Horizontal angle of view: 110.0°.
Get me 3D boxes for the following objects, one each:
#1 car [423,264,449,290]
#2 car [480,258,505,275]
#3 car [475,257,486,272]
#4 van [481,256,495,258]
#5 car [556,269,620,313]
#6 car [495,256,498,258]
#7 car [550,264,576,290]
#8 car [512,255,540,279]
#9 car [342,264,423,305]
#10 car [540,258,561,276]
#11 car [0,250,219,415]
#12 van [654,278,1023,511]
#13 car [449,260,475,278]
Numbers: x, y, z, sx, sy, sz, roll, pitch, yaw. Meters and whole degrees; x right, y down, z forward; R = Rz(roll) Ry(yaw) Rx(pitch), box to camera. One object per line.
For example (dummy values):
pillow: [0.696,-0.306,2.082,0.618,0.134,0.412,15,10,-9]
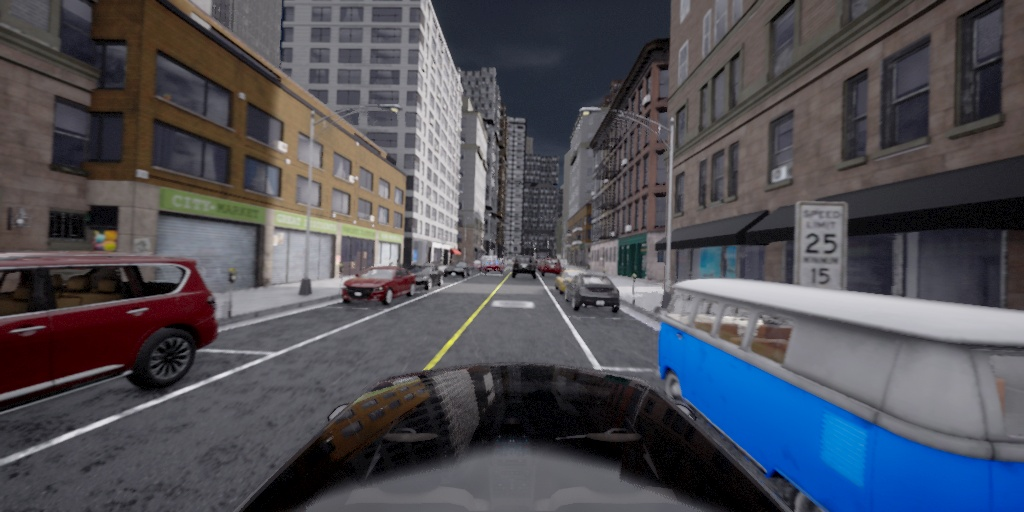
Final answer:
car: [-5.177,1.121,20.549,1.948,1.339,4.313,0,0,2]
car: [-1.778,1.160,37.001,1.895,1.301,4.718,2,0,2]
car: [-4.342,1.134,42.970,1.802,1.307,4.207,0,0,2]
van: [-3.924,0.889,54.182,1.690,1.789,3.998,0,0,2]
car: [3.129,1.391,14.625,2.007,1.370,4.403,0,0,2]
car: [-3.715,0.985,59.788,1.967,1.591,4.097,0,0,2]
car: [3.344,1.366,20.401,1.751,1.417,4.829,0,0,2]
car: [1.157,0.971,33.603,2.150,2.045,5.566,2,0,2]
car: [-5.386,1.100,14.943,1.888,1.381,4.507,0,0,2]
car: [3.965,1.153,37.048,2.192,1.841,5.009,0,0,2]
car: [-5.803,0.870,3.732,2.192,1.841,5.009,0,0,2]
van: [2.711,1.181,3.415,1.690,1.789,3.998,0,0,2]
car: [-4.760,1.120,31.760,1.948,1.339,4.313,0,0,2]
